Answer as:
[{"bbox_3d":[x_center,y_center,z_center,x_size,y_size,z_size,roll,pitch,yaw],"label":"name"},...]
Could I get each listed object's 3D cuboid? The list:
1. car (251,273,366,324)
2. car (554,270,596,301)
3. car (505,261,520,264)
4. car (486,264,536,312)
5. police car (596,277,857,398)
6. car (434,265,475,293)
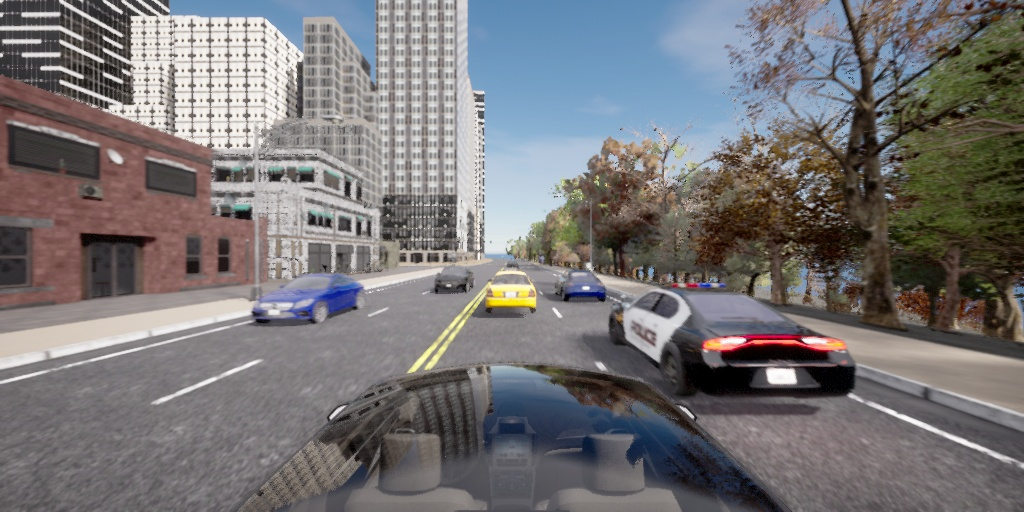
[{"bbox_3d":[-6.602,1.318,12.275,1.812,1.442,4.674,0,0,0],"label":"car"},{"bbox_3d":[3.247,1.378,17.734,1.994,1.385,4.181,0,0,0],"label":"car"},{"bbox_3d":[0.073,1.423,51.228,1.837,1.490,4.892,0,0,0],"label":"car"},{"bbox_3d":[-0.030,1.256,14.370,1.801,1.575,5.366,0,0,0],"label":"car"},{"bbox_3d":[3.248,1.275,6.734,2.038,1.542,4.974,0,0,0],"label":"police car"},{"bbox_3d":[-3.351,1.307,21.548,1.882,1.535,5.008,0,0,0],"label":"car"}]
